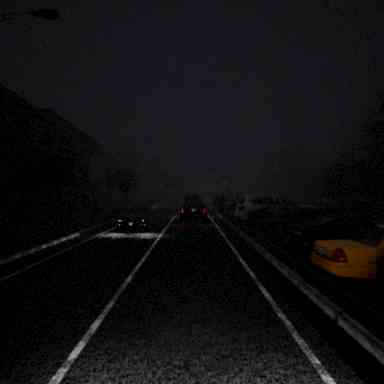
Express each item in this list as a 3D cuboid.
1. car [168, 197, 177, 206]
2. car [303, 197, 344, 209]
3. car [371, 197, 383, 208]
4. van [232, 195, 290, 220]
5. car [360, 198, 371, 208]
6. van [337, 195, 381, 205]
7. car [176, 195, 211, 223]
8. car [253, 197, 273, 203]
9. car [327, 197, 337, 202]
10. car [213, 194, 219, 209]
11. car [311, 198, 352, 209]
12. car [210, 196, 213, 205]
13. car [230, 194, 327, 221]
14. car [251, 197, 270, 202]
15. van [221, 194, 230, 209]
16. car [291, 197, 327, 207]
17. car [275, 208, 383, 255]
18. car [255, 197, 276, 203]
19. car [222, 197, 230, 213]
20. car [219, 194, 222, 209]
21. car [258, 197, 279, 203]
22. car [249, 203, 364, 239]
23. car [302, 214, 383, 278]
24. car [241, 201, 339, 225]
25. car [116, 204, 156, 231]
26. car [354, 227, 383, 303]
[{"bbox_3d":[-3.260,1.733,61.321,1.837,1.490,4.892,0,-1,1],"label":"car"},{"bbox_3d":[18.699,1.553,47.546,5.008,1.535,2.097,0,0,0],"label":"car"},{"bbox_3d":[18.507,1.482,28.053,5.366,1.575,1.946,0,0,0],"label":"car"},{"bbox_3d":[5.729,1.259,27.943,4.442,1.987,1.878,0,0,0],"label":"van"},{"bbox_3d":[18.688,1.531,30.838,4.674,1.452,2.002,0,0,0],"label":"car"},{"bbox_3d":[18.805,1.276,36.411,4.442,1.987,1.878,0,0,0],"label":"van"},{"bbox_3d":[0.107,1.366,26.038,2.097,1.767,4.553,0,0,0],"label":"car"},{"bbox_3d":[18.733,2.002,88.019,4.892,1.521,2.231,0,-1,0],"label":"car"},{"bbox_3d":[18.658,1.386,39.191,4.553,1.767,2.185,0,0,0],"label":"car"},{"bbox_3d":[5.637,1.261,39.154,5.566,2.045,2.435,0,0,0],"label":"car"},{"bbox_3d":[18.694,1.576,44.759,4.674,1.452,2.002,0,0,0],"label":"car"},{"bbox_3d":[5.643,1.303,47.565,5.566,2.045,2.435,0,0,0],"label":"car"},{"bbox_3d":[5.646,1.222,22.335,5.566,2.045,2.435,0,0,0],"label":"car"},{"bbox_3d":[18.739,2.079,91.294,4.674,1.452,2.002,0,-1,0],"label":"car"},{"bbox_3d":[5.493,1.271,33.549,4.442,1.987,1.878,0,0,0],"label":"van"},{"bbox_3d":[18.694,1.598,53.114,5.008,1.535,2.097,0,-1,0],"label":"car"},{"bbox_3d":[5.624,1.461,11.122,5.008,1.535,2.097,0,0,0],"label":"car"},{"bbox_3d":[18.741,1.962,84.746,5.008,1.535,2.097,0,-1,0],"label":"car"},{"bbox_3d":[5.605,1.492,30.745,4.892,1.521,2.231,0,0,0],"label":"car"},{"bbox_3d":[5.577,1.377,36.353,4.553,1.767,2.185,0,0,0],"label":"car"},{"bbox_3d":[18.729,1.966,81.597,4.674,1.452,2.002,0,-1,0],"label":"car"},{"bbox_3d":[5.594,1.493,16.730,4.792,1.488,2.163,0,0,0],"label":"car"},{"bbox_3d":[5.817,1.460,8.322,5.366,1.575,1.946,0,0,0],"label":"car"},{"bbox_3d":[5.616,1.468,19.528,4.892,1.521,2.231,0,0,0],"label":"car"},{"bbox_3d":[-3.341,1.508,20.560,1.837,1.490,4.892,0,0,0],"label":"car"},{"bbox_3d":[5.664,1.495,5.519,4.792,1.488,2.163,0,0,0],"label":"car"}]
